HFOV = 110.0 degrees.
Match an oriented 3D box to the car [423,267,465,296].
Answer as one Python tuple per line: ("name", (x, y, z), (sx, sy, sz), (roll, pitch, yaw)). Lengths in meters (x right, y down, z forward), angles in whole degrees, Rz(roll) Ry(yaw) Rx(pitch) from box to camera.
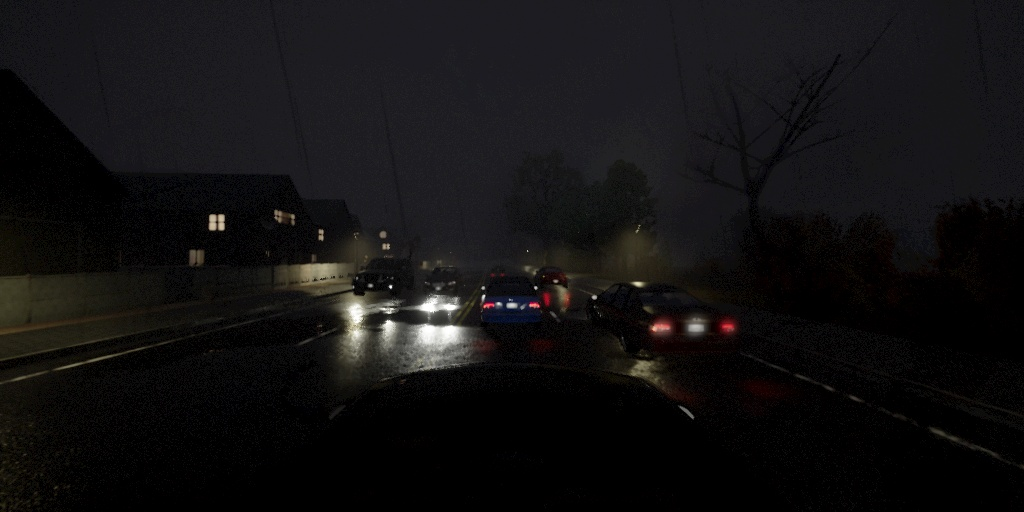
("car", (-3.790, 1.379, 20.461), (2.128, 1.511, 4.902), (0, 0, -2))

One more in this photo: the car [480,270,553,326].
("car", (-0.065, 1.376, 11.983), (2.033, 1.411, 5.357), (0, 0, -1))

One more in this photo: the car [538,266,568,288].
("car", (2.694, 1.453, 25.271), (1.812, 1.442, 4.674), (0, 0, -3))

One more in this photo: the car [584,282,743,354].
("car", (3.239, 1.353, 8.913), (2.033, 1.411, 5.357), (0, 0, -1))

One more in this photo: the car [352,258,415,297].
("car", (-7.030, 1.106, 20.311), (2.150, 2.045, 5.566), (0, 0, -2))

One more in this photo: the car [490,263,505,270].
("car", (-1.962, 1.618, 49.394), (1.812, 1.442, 4.674), (0, 0, -3))
